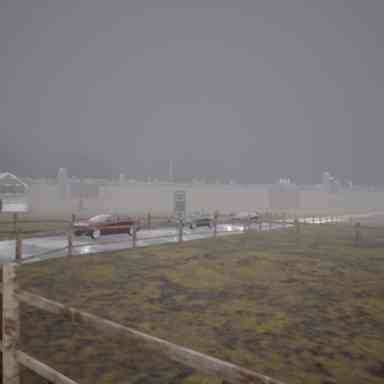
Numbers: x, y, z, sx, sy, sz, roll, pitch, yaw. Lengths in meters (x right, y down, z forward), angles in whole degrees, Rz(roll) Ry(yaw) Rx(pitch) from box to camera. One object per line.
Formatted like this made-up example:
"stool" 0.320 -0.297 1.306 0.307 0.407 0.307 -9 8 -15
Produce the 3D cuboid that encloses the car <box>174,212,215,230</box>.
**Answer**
"car" 0.337 2.579 30.269 2.128 1.511 4.902 1 -2 35

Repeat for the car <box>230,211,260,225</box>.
"car" 6.267 3.015 38.840 1.882 1.535 5.008 1 -2 35

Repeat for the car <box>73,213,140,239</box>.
"car" -5.540 2.120 21.729 1.882 1.535 5.008 1 -2 34
